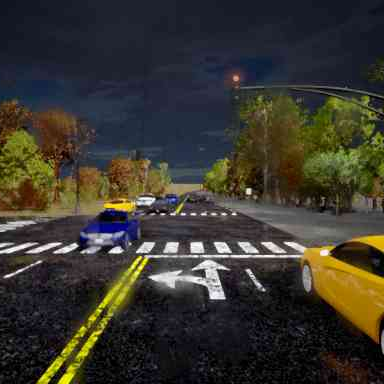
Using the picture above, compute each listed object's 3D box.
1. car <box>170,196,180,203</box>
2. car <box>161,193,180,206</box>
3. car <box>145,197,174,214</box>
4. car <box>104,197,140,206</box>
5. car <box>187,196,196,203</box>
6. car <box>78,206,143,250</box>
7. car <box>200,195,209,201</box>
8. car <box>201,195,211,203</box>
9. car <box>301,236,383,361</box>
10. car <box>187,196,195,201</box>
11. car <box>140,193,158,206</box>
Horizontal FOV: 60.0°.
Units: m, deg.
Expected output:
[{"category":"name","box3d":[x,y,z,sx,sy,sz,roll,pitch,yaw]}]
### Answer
[{"category":"car","box3d":[-3.422,1.608,69.122,1.895,1.301,4.718,0,0,0]},{"category":"car","box3d":[-3.477,1.229,55.964,2.150,2.045,5.566,0,0,0]},{"category":"car","box3d":[-3.440,1.549,35.855,2.033,1.411,5.357,0,0,0]},{"category":"car","box3d":[-7.338,1.465,34.026,1.882,1.535,5.008,0,-1,11]},{"category":"car","box3d":[-0.138,1.566,72.155,1.994,1.385,4.181,0,0,0]},{"category":"car","box3d":[-3.391,1.540,14.435,1.812,1.442,4.674,0,0,0]},{"category":"car","box3d":[3.046,1.458,81.641,2.033,1.411,5.357,0,0,0]},{"category":"car","box3d":[3.094,1.504,71.486,2.128,1.511,4.902,0,0,0]},{"category":"car","box3d":[3.349,1.444,5.406,1.882,1.535,5.008,0,1,0]},{"category":"car","box3d":[-0.204,1.606,81.977,1.895,1.301,4.718,0,0,0]},{"category":"car","box3d":[-6.724,1.224,49.354,2.150,2.045,5.566,0,0,0]}]
